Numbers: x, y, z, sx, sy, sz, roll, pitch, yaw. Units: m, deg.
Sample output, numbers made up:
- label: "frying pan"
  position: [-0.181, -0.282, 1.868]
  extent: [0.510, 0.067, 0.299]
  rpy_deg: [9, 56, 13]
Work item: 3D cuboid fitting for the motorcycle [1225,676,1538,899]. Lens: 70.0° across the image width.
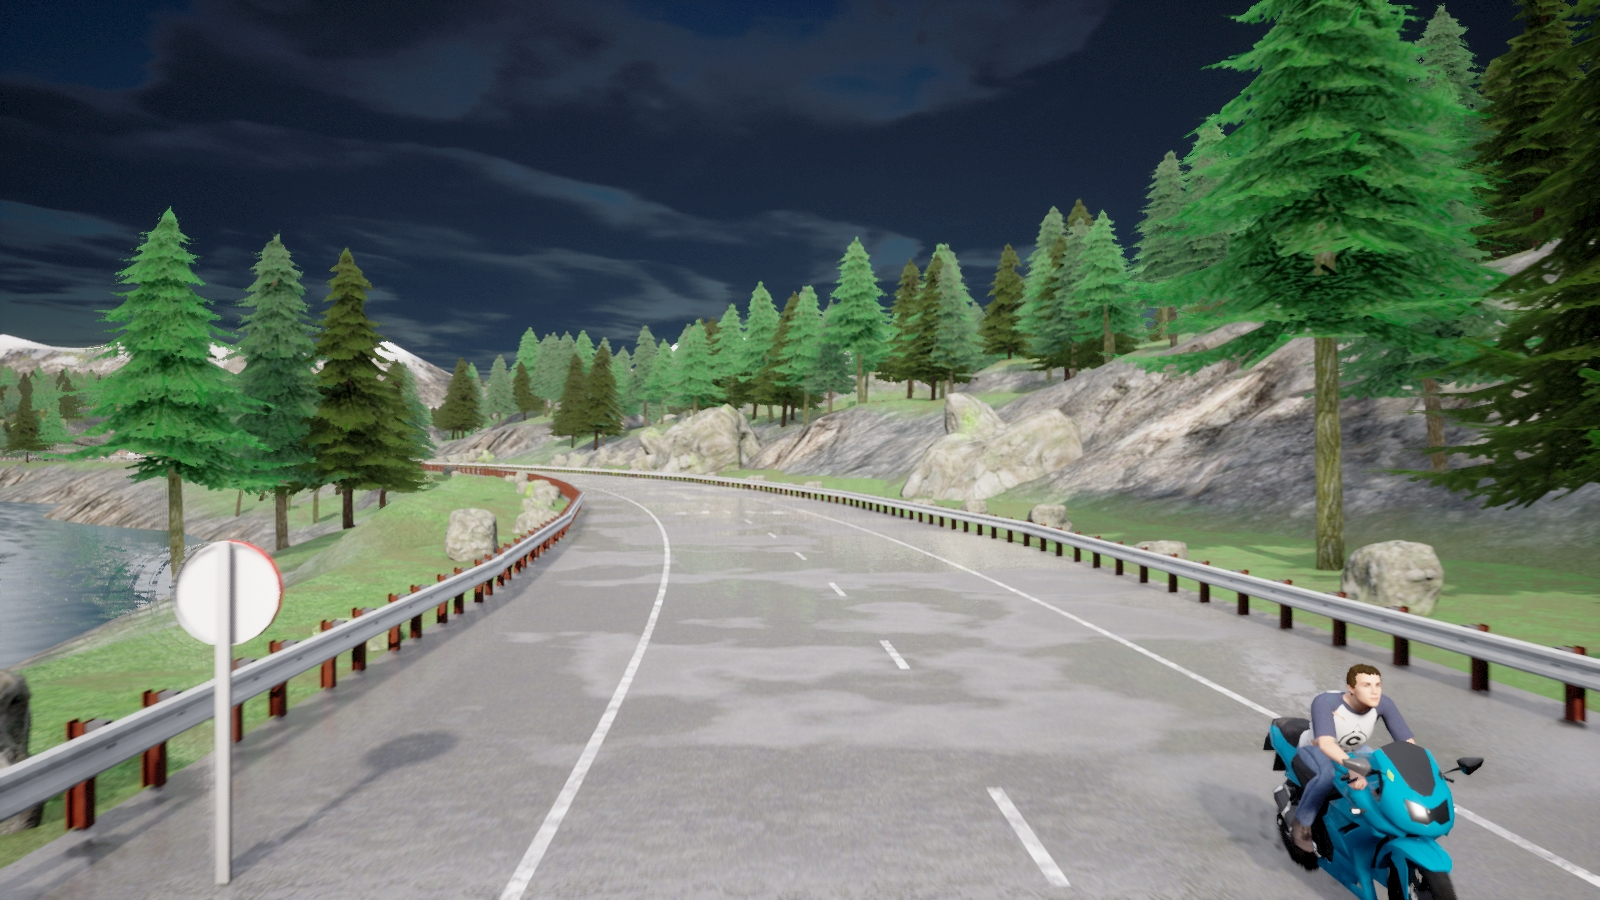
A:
- label: "motorcycle"
  position: [3.377, 2.176, 6.904]
  extent: [0.803, 1.217, 2.033]
  rpy_deg: [0, 0, -2]
